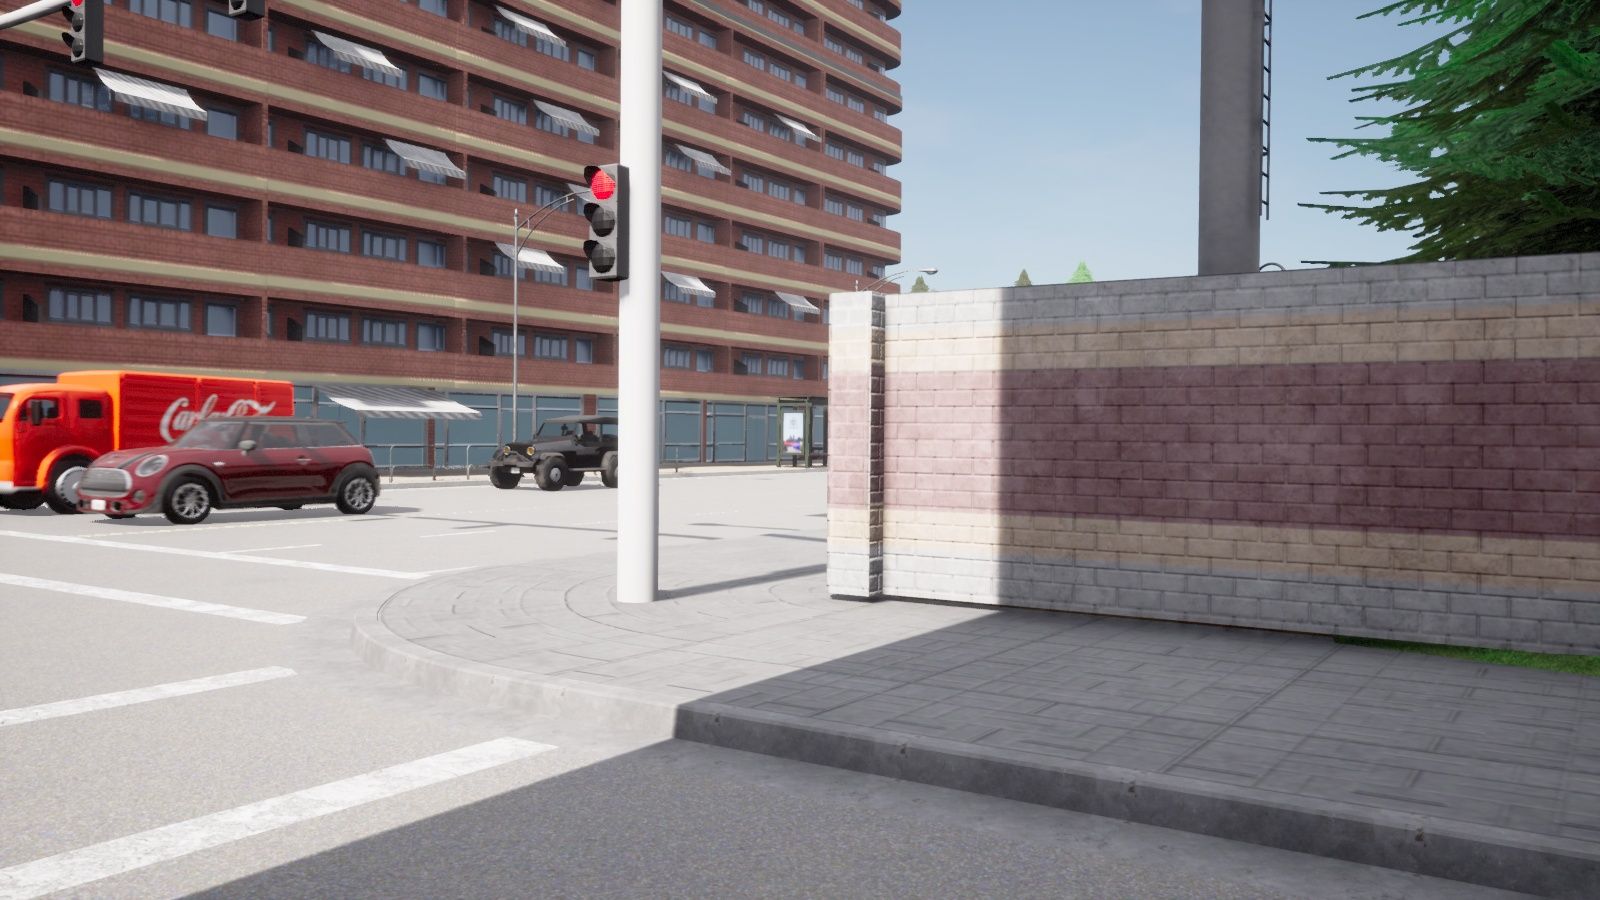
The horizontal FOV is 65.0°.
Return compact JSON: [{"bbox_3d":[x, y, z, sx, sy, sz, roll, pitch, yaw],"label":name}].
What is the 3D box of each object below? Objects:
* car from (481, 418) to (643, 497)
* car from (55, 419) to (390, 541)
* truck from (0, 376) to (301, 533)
[{"bbox_3d":[-5.993,0.145,32.020,1.905,1.878,3.866,0,1,33],"label":"car"},{"bbox_3d":[-9.296,0.393,20.597,2.097,1.767,4.553,0,1,33],"label":"car"},{"bbox_3d":[-12.118,0.054,22.674,2.627,2.467,5.204,0,0,33],"label":"truck"}]
